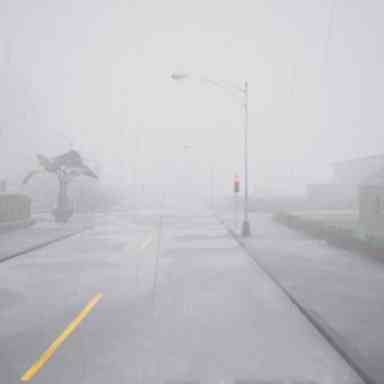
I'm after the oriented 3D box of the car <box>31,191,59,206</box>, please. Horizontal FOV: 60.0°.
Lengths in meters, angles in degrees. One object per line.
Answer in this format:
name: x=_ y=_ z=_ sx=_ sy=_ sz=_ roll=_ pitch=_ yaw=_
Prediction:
car: x=-19.780 y=0.870 z=44.282 sx=1.905 sy=1.878 sz=3.866 roll=0 pitch=0 yaw=35
